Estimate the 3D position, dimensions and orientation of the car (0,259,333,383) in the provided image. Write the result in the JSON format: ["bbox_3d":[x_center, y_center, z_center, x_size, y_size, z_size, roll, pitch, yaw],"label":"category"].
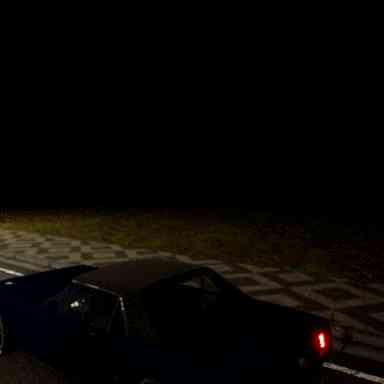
[{"bbox_3d":[-0.872,1.580,4.311,4.718,1.301,1.895,1,0,36],"label":"car"}]
